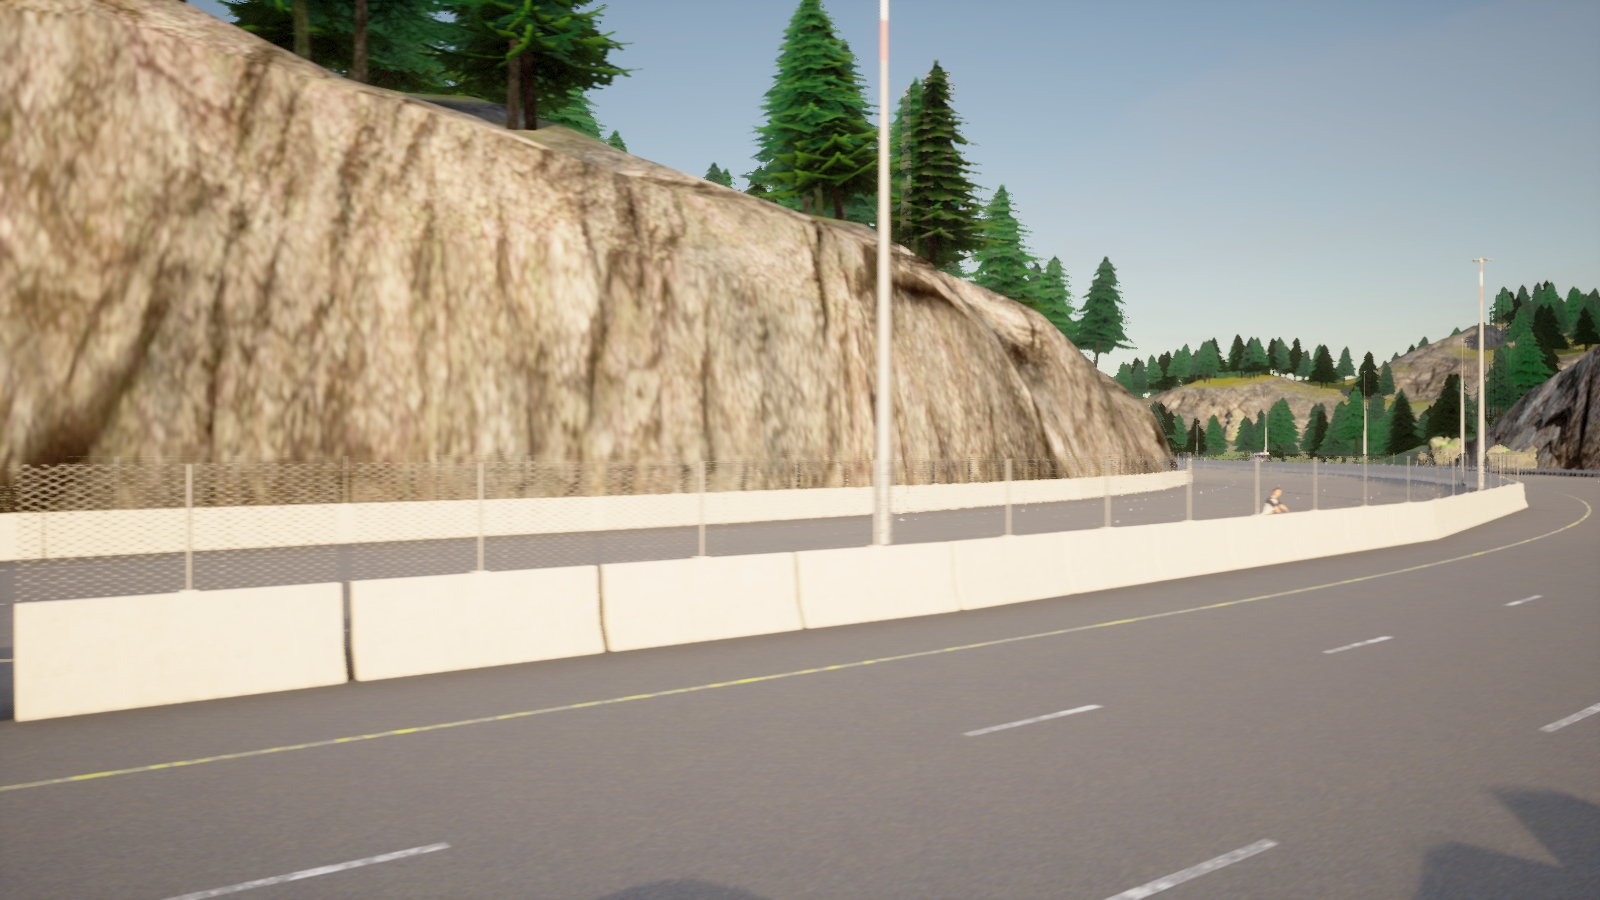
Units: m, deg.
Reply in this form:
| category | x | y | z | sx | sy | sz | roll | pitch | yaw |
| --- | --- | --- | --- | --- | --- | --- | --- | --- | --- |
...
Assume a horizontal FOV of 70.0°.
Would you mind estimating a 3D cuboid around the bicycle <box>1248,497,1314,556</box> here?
| category | x | y | z | sx | sy | sz | roll | pitch | yaw |
| --- | --- | --- | --- | --- | --- | --- | --- | --- | --- |
| bicycle | 13.099 | 2.069 | 31.160 | 0.373 | 1.514 | 1.643 | 0 | 0 | -43 |
